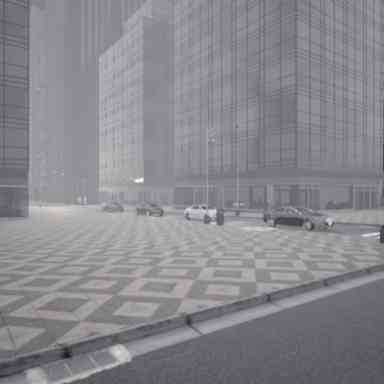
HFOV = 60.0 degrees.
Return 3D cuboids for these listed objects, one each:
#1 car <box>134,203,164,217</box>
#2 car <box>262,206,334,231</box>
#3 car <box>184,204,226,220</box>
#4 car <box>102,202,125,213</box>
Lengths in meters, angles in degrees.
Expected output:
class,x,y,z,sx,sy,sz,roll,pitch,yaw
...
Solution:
class,x,y,z,sx,sy,sz,roll,pitch,yaw
car,-5.009,2.001,38.348,1.837,1.490,4.892,0,-1,-36
car,6.863,1.677,21.955,2.128,1.511,4.902,0,-1,-35
car,1.030,1.864,30.011,1.812,1.442,4.674,0,-1,-36
car,-11.171,2.166,46.921,1.837,1.490,4.892,0,-1,-36
